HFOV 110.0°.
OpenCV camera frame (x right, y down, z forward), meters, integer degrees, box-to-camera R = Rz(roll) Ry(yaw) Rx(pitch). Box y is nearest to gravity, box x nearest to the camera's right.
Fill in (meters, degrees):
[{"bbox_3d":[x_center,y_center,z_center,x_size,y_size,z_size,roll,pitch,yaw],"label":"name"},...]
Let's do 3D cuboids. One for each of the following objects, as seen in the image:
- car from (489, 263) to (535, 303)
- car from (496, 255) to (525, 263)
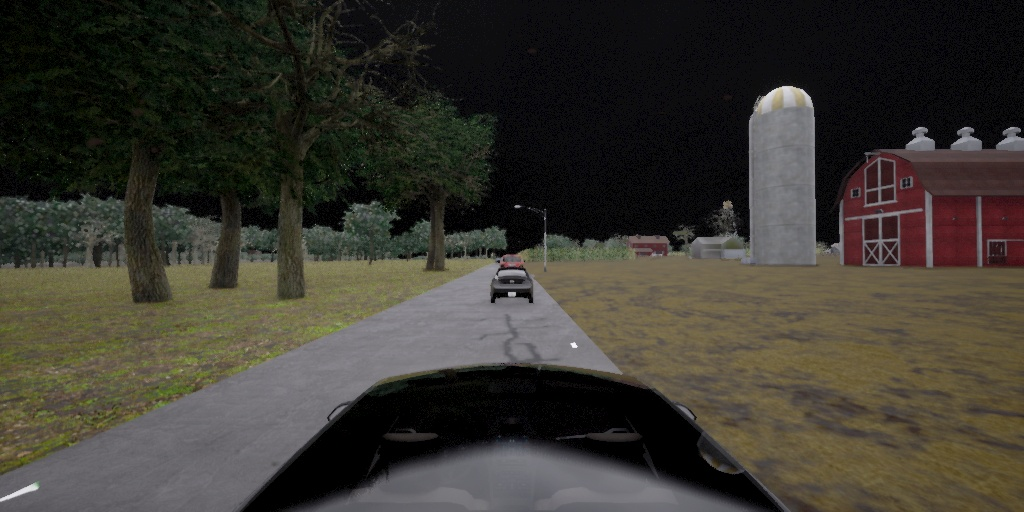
[{"bbox_3d":[0.000,1.240,16.499,1.837,1.490,4.892,0,0,0],"label":"car"},{"bbox_3d":[0.000,0.929,31.531,2.150,2.045,5.566,0,0,0],"label":"car"}]
